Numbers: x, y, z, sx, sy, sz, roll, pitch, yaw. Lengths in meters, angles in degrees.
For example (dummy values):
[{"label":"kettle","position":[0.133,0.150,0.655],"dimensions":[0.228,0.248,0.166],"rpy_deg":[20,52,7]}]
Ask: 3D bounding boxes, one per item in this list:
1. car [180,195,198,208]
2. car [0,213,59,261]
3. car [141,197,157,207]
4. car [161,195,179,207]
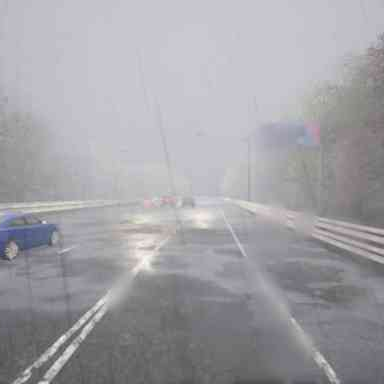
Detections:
[{"label":"car","position":[-0.545,1.624,58.069],"dimensions":[2.150,2.045,5.566],"rpy_deg":[0,0,3]},{"label":"car","position":[-6.790,1.510,12.488],"dimensions":[1.882,1.535,5.008],"rpy_deg":[0,0,3]},{"label":"car","position":[-7.533,1.697,58.490],"dimensions":[2.097,1.767,4.553],"rpy_deg":[0,0,3]},{"label":"car","position":[-4.035,1.596,58.340],"dimensions":[2.150,2.045,5.566],"rpy_deg":[0,0,3]}]
